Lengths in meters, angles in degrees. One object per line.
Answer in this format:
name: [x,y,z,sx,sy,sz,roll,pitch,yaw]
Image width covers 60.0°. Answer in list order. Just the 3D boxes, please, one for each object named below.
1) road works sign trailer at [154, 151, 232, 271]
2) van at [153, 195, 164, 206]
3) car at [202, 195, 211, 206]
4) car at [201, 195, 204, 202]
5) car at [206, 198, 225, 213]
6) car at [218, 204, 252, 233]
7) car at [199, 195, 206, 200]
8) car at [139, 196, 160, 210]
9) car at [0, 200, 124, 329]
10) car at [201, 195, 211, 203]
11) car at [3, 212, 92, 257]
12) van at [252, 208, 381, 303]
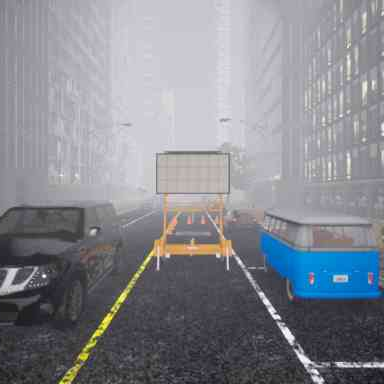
road works sign trailer: [0.033,0.466,10.933,2.380,3.560,2.880,0,0,0]
van: [-5.520,1.337,53.475,1.690,1.788,3.998,0,0,0]
car: [2.842,1.551,47.752,2.008,1.369,4.403,0,0,0]
car: [2.861,1.546,53.444,2.008,1.369,4.403,0,0,0]
car: [2.805,1.586,36.367,1.802,1.307,4.206,0,0,0]
car: [2.750,1.584,19.289,1.802,1.307,4.206,0,0,0]
car: [2.990,1.477,93.291,1.887,1.381,4.507,0,0,0]
car: [-5.557,1.554,42.090,2.008,1.369,4.403,0,0,0]
car: [-2.979,1.223,7.291,2.150,2.045,5.566,0,0,0]
car: [2.916,1.412,70.521,1.967,1.590,4.097,0,0,0]
car: [-5.649,1.584,13.627,1.802,1.307,4.206,0,0,0]
van: [2.713,1.342,7.905,1.690,1.788,3.998,0,0,0]
